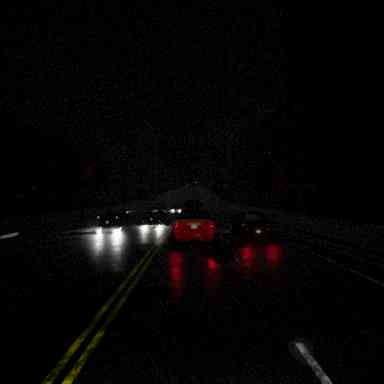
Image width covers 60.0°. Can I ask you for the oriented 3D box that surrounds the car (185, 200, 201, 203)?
[{"bbox_3d":[0.092,1.875,34.454,2.150,2.045,5.566,0,-1,0],"label":"car"}]

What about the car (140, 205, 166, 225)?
[{"bbox_3d":[-3.350,2.105,29.298,1.994,1.385,4.181,0,-1,0],"label":"car"}]

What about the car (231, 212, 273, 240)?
[{"bbox_3d":[3.346,1.841,19.050,1.812,1.442,4.674,0,-1,0],"label":"car"}]

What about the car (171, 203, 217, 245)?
[{"bbox_3d":[0.094,1.629,17.152,2.097,1.767,4.553,0,-1,0],"label":"car"}]

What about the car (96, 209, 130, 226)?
[{"bbox_3d":[-6.603,2.116,28.141,1.895,1.301,4.718,0,-1,0],"label":"car"}]

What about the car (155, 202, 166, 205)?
[{"bbox_3d":[-6.511,2.898,68.794,2.128,1.511,4.902,0,-1,0],"label":"car"}]
